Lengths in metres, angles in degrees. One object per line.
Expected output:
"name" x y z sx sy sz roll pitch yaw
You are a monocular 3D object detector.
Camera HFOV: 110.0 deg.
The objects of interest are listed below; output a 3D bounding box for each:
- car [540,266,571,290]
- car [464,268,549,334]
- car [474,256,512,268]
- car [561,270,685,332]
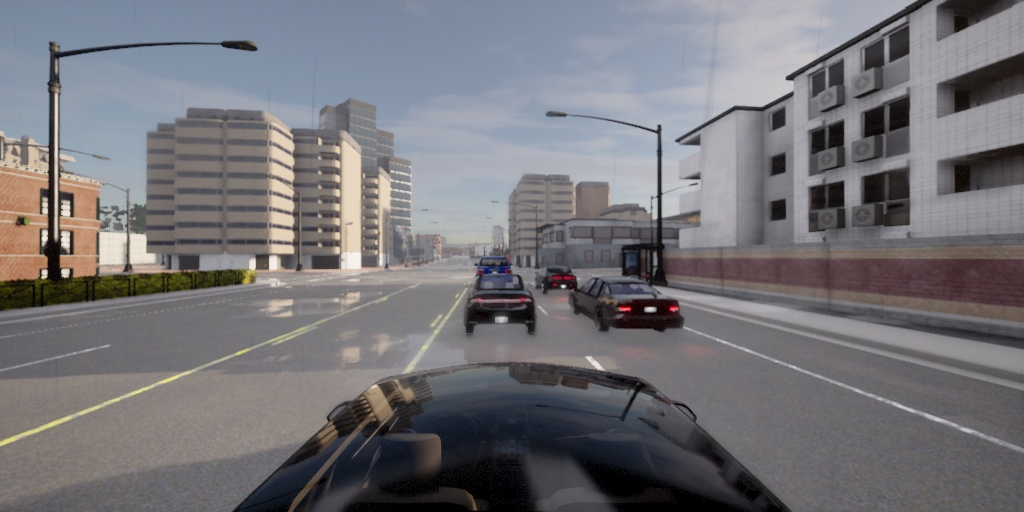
"car" 2.475 1.320 20.806 1.837 1.490 4.892 0 0 -4
"car" -0.385 1.274 10.781 2.128 1.511 4.902 0 0 -3
"car" -1.184 1.044 22.754 2.150 2.045 5.566 0 0 -4
"car" 3.122 1.328 10.978 2.033 1.411 5.357 0 0 -3
